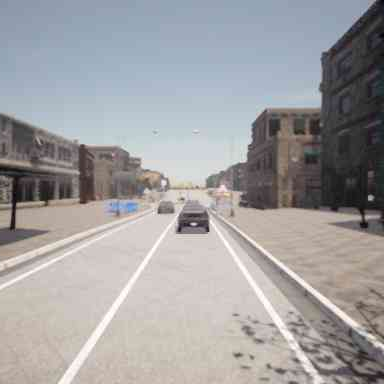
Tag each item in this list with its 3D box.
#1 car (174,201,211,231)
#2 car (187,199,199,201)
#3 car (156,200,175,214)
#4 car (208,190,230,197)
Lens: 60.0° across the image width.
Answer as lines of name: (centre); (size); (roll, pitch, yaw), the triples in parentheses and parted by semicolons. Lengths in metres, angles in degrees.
car: (0.094, 1.531, 20.468); (1.837, 1.490, 4.892); (0, -1, 0)
car: (0.090, 1.596, 37.851); (2.097, 1.767, 4.553); (0, 0, 0)
car: (-3.016, 1.762, 39.178); (1.837, 1.490, 4.892); (0, -1, 0)
car: (8.001, 0.831, 94.625); (5.366, 1.575, 1.946); (0, 2, -1)
